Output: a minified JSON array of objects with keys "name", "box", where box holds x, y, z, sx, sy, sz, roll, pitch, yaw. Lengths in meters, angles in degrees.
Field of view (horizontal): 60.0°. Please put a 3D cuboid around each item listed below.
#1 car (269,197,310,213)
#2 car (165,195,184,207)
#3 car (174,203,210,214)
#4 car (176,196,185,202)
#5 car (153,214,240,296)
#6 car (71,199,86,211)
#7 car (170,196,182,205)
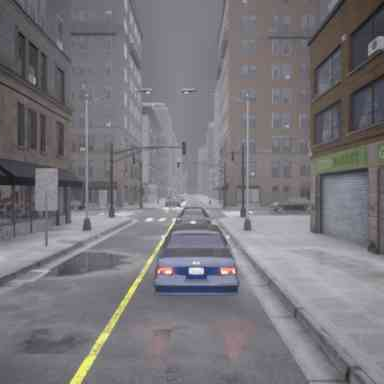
[{"name":"car","box":[10.886,1.334,36.679,4.553,1.767,2.097,0,0,0]},{"name":"car","box":[-2.810,1.325,49.838,2.097,1.767,4.553,0,0,1]},{"name":"car","box":[0.086,1.553,19.353,1.994,1.385,4.181,0,0,1]},{"name":"car","box":[-2.654,1.557,78.884,1.895,1.301,4.718,0,0,0]},{"name":"car","box":[0.094,1.542,8.807,2.033,1.411,5.357,0,0,0]},{"name":"car","box":[-14.697,1.518,39.283,4.313,1.339,1.947,0,0,0]},{"name":"car","box":[-2.758,1.495,58.567,1.812,1.442,4.674,0,0,0]}]
